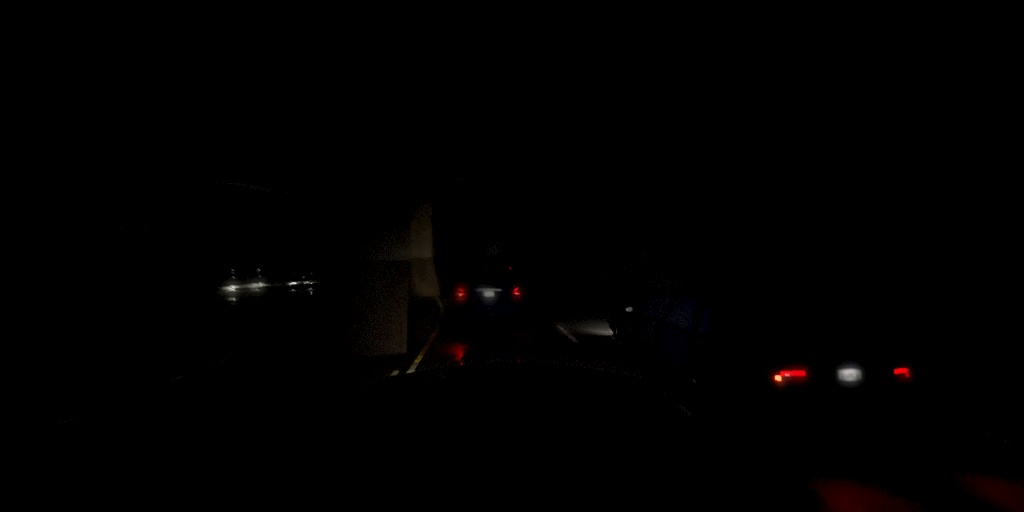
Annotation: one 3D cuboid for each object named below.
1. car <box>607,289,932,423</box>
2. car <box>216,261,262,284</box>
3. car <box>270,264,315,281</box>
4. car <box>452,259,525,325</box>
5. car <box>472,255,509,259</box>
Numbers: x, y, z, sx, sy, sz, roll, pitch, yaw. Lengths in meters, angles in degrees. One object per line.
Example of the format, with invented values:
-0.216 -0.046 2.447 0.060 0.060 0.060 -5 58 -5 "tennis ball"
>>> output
3.345 1.279 6.215 2.033 1.411 5.357 0 0 -4 "car"
-21.639 1.180 28.407 4.553 1.767 2.097 0 0 38 "car"
-18.985 1.361 30.856 5.357 1.411 2.033 0 0 40 "car"
-0.934 1.097 12.139 2.097 1.767 4.553 0 0 -8 "car"
-1.895 0.962 26.081 2.150 2.045 5.566 0 0 -27 "car"
